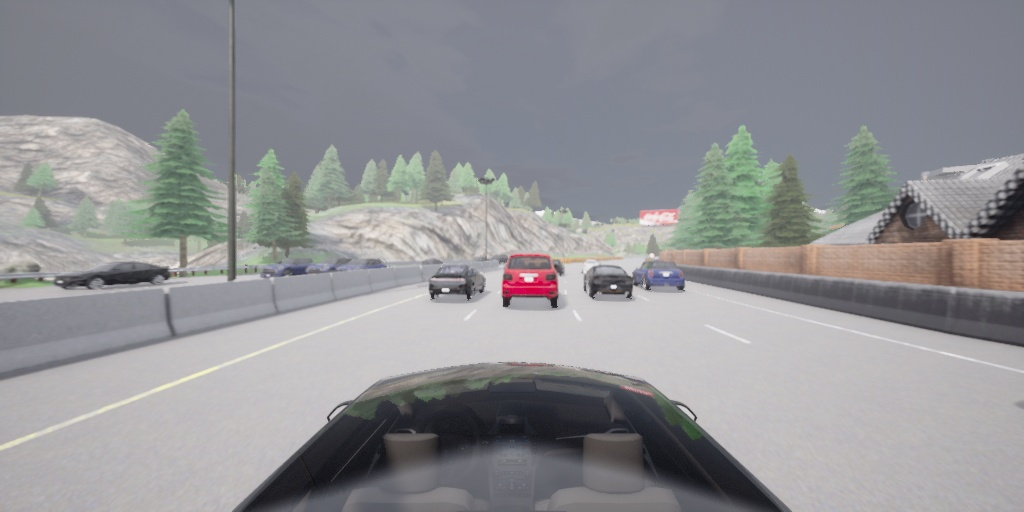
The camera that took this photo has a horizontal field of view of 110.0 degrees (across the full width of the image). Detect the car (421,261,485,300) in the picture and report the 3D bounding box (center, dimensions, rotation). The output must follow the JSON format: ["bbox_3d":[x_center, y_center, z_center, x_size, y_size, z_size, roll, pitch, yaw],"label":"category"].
[{"bbox_3d":[-2.472,1.163,17.019,2.128,1.511,4.902,0,0,6],"label":"car"}]

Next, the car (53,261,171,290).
[{"bbox_3d":[-23.314,1.071,21.198,1.882,1.535,5.008,0,0,7],"label":"car"}]

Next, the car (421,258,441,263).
[{"bbox_3d":[-13.771,0.997,61.328,1.994,1.385,4.181,0,0,21],"label":"car"}]

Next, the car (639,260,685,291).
[{"bbox_3d":[8.681,1.034,21.605,2.097,1.767,4.553,0,0,8],"label":"car"}]

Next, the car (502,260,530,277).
[{"bbox_3d":[0.458,1.123,34.856,1.812,1.442,4.674,0,0,12],"label":"car"}]

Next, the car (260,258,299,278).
[{"bbox_3d":[-18.504,0.918,29.995,2.097,1.767,4.553,0,0,10],"label":"car"}]

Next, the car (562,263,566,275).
[{"bbox_3d":[4.171,1.110,35.385,1.837,1.490,4.892,0,0,13],"label":"car"}]

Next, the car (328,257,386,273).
[{"bbox_3d":[-11.751,0.946,28.062,2.097,1.767,4.553,0,0,10],"label":"car"}]

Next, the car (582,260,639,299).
[{"bbox_3d":[4.657,1.166,17.899,1.882,1.535,5.008,0,0,6],"label":"car"}]

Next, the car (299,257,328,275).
[{"bbox_3d":[-14.964,0.928,29.961,2.097,1.767,4.553,0,0,10],"label":"car"}]

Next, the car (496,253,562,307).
[{"bbox_3d":[0.869,0.910,15.413,2.150,2.045,5.566,0,0,6],"label":"car"}]
